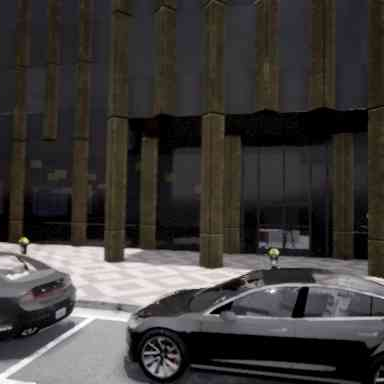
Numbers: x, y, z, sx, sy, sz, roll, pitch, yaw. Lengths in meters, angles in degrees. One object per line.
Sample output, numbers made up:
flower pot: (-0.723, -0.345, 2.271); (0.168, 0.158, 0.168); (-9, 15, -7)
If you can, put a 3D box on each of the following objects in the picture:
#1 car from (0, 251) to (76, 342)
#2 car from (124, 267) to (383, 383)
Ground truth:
car: (-4.277, 1.720, 5.898); (4.403, 1.369, 2.008); (1, -2, 12)
car: (1.219, 1.788, 4.732); (4.313, 1.339, 1.947); (1, -2, 12)
